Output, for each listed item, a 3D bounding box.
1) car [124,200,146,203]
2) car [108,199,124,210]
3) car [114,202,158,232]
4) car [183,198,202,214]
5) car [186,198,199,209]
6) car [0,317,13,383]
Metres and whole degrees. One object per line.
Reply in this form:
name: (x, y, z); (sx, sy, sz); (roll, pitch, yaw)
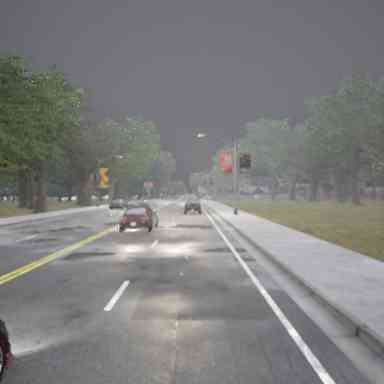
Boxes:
car: (-6.622, 1.666, 41.666); (2.033, 1.411, 5.357); (0, 0, 0)
car: (-9.870, 1.683, 45.284); (2.033, 1.411, 5.357); (0, 0, 0)
car: (-3.165, 1.564, 20.240); (1.812, 1.442, 4.674); (0, 0, 0)
car: (0.072, 1.598, 36.453); (1.837, 1.490, 4.892); (0, -1, 0)
car: (0.063, 1.636, 49.768); (1.882, 1.535, 5.008); (0, 0, 0)
car: (-3.152, 1.568, 2.316); (1.994, 1.385, 4.181); (0, 0, 0)
